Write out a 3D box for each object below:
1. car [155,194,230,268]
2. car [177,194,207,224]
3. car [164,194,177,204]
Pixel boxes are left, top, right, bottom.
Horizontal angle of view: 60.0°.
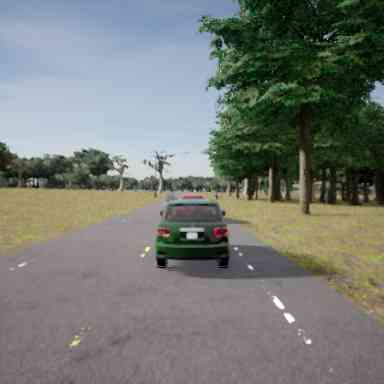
[{"bbox_3d":[0.030,1.233,11.495,2.150,2.045,5.566,0,0,1],"label":"car"},{"bbox_3d":[0.026,1.200,26.442,2.150,2.045,5.566,0,0,1],"label":"car"},{"bbox_3d":[-3.575,1.221,56.976,1.837,1.490,4.892,0,1,0],"label":"car"}]
